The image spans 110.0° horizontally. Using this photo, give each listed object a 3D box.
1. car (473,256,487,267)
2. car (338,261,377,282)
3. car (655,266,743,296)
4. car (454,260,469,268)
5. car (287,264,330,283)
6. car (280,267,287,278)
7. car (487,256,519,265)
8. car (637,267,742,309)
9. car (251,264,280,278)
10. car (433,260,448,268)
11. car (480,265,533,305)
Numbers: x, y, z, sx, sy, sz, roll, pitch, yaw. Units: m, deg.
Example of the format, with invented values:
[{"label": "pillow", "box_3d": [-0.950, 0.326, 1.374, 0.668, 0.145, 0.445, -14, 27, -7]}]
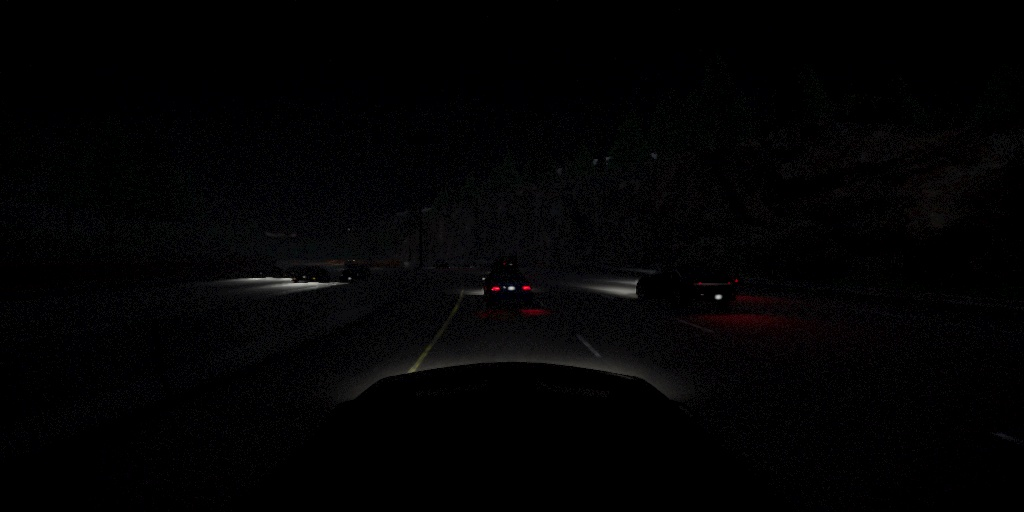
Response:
[{"label": "car", "box_3d": [-5.149, 1.026, 63.897, 2.150, 2.045, 5.566, 0, 0, -23]}, {"label": "car", "box_3d": [-13.743, 1.450, 31.779, 2.033, 1.411, 5.357, -1, 0, -12]}, {"label": "car", "box_3d": [9.899, 1.239, 19.460, 1.895, 1.301, 4.718, -1, 0, -7]}, {"label": "car", "box_3d": [-8.936, 1.373, 63.671, 1.812, 1.442, 4.674, 0, 0, -24]}, {"label": "car", "box_3d": [-17.154, 1.505, 30.834, 1.994, 1.385, 4.181, -1, 0, -12]}, {"label": "car", "box_3d": [-22.459, 1.564, 37.949, 1.994, 1.385, 4.181, -1, 0, -15]}, {"label": "car", "box_3d": [-0.818, 0.979, 39.465, 2.150, 2.045, 5.566, 0, 0, -15]}, {"label": "car", "box_3d": [6.733, 1.166, 14.455, 2.128, 1.511, 4.902, 0, 0, -5]}, {"label": "car", "box_3d": [-26.313, 1.607, 38.737, 1.994, 1.385, 4.181, -1, 0, -16]}, {"label": "car", "box_3d": [-12.596, 1.414, 63.268, 1.812, 1.442, 4.674, 0, 0, -24]}, {"label": "car", "box_3d": [-0.313, 1.300, 16.301, 2.033, 1.411, 5.357, -1, 0, -7]}]
